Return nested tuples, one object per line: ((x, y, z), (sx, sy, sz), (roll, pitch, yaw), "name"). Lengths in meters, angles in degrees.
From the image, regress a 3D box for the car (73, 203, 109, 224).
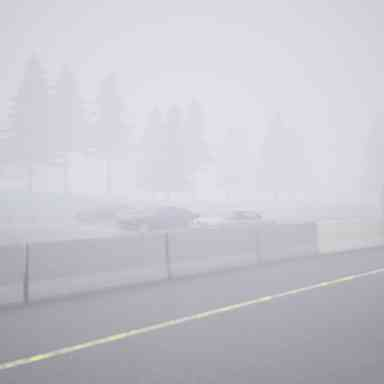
((-6.335, 1.555, 25.027), (4.902, 1.511, 2.128), (0, 0, -34), "car")

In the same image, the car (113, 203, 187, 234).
((-1.769, 1.546, 19.659), (5.008, 1.535, 1.882), (1, 0, -33), "car")

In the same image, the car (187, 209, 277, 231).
((2.348, 1.686, 18.181), (4.718, 1.301, 1.895), (0, 0, -32), "car")

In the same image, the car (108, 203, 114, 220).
((-3.049, 1.600, 23.009), (4.674, 1.442, 1.812), (0, 0, -33), "car")
